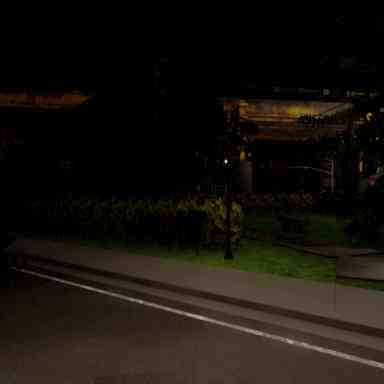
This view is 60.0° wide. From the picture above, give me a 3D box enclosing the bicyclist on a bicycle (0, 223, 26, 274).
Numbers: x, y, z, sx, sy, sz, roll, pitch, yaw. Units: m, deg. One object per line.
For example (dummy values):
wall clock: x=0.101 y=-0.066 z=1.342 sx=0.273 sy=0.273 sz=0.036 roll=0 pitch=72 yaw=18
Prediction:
bicyclist on a bicycle: x=-5.158 y=1.431 z=8.706 sx=0.582 sy=1.620 sz=1.656 roll=0 pitch=0 yaw=35
